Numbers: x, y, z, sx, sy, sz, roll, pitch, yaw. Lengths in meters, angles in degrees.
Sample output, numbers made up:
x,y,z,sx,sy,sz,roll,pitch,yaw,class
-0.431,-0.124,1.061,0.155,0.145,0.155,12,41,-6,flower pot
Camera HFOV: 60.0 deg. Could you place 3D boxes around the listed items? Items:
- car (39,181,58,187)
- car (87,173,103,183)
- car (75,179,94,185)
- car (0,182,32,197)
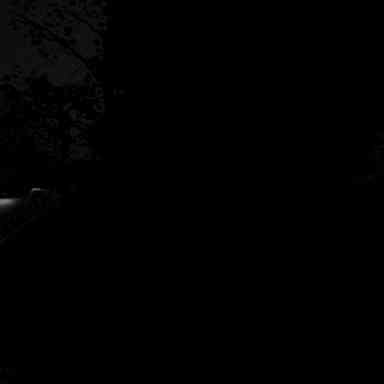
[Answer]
x,y,z,sx,sy,sz,roll,pitch,yaw,class
-18.731,-1.398,44.016,1.837,1.490,4.892,0,5,-7,car
-17.001,-2.525,58.611,2.128,1.511,4.902,0,4,-10,car
-15.445,-1.638,47.458,2.128,1.511,4.902,0,4,-7,car
-17.130,-0.345,31.993,1.895,1.301,4.718,0,4,-9,car
